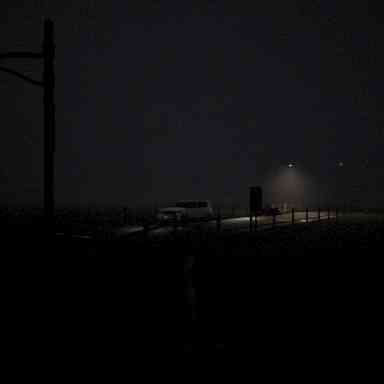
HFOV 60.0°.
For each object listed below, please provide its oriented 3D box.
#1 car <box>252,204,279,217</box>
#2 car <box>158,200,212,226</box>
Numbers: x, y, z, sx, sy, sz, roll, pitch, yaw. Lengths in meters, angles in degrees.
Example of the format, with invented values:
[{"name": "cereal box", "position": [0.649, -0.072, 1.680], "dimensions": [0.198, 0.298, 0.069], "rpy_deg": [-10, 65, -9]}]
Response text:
[{"name": "car", "position": [9.136, 2.276, 41.204], "dimensions": [2.128, 1.511, 4.902], "rpy_deg": [0, -1, 37]}, {"name": "car", "position": [-0.412, 1.694, 28.155], "dimensions": [2.150, 2.045, 5.566], "rpy_deg": [0, -2, 36]}]
